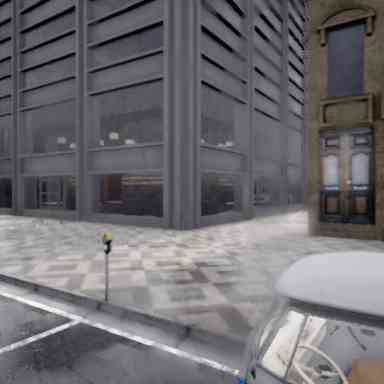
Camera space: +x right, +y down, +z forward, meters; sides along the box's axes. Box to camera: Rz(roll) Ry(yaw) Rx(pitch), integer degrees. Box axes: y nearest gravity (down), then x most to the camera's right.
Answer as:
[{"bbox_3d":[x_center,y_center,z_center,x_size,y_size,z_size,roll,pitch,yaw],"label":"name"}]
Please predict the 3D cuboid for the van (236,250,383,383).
[{"bbox_3d":[2.094,1.329,1.550,3.998,1.788,1.690,0,1,34],"label":"van"}]
